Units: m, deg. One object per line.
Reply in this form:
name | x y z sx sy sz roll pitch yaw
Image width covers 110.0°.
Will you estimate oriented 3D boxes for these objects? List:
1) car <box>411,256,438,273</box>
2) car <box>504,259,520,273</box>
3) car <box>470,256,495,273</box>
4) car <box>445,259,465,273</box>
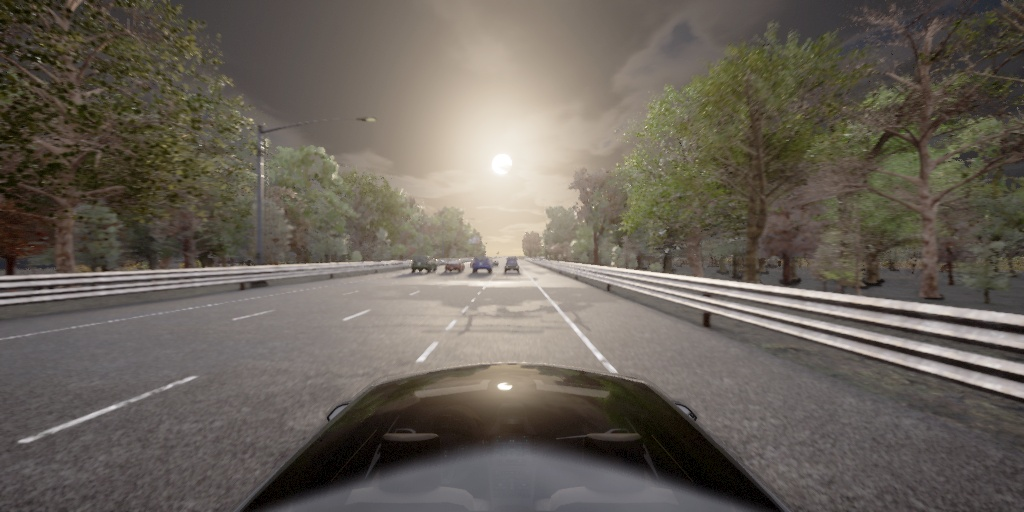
car | -10.525 0.992 43.310 2.150 2.045 5.566 0 0 0
car | -0.021 1.372 44.275 1.895 1.301 4.718 0 0 0
car | -3.524 0.994 43.373 2.150 2.045 5.566 0 0 0
car | -7.017 1.248 44.347 1.882 1.535 5.008 0 0 0
